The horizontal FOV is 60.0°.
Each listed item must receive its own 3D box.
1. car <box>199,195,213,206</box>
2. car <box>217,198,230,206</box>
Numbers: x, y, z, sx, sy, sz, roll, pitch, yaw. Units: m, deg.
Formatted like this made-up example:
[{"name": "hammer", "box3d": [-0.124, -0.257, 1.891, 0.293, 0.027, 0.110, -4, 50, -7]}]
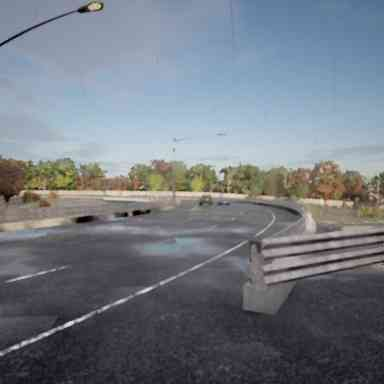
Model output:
[{"name": "car", "box3d": [2.546, 1.506, 61.033, 2.150, 2.045, 5.566, 0, 0, -3]}, {"name": "car", "box3d": [5.960, 1.878, 62.633, 1.994, 1.385, 4.181, 0, 0, -2]}]
